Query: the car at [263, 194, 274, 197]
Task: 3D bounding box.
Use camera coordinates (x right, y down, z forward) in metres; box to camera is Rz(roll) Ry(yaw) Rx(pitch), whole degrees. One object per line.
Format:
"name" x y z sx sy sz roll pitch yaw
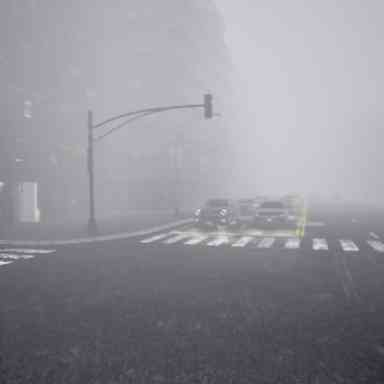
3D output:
"car" 8.229 1.127 39.821 2.033 1.411 5.357 -1 0 20

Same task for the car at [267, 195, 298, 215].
"car" 7.937 1.221 29.152 1.994 1.385 4.181 -1 0 20

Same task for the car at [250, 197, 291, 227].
"car" 5.051 1.286 20.890 1.812 1.442 4.674 -1 0 18

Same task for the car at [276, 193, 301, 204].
"car" 11.225 1.019 38.548 1.882 1.535 5.008 -1 0 20

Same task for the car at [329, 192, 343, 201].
"car" 24.695 0.683 57.120 1.882 1.535 5.008 -1 0 19

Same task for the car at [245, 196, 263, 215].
"car" 4.820 1.247 30.108 2.033 1.411 5.357 -1 0 19

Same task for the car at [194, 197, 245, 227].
"car" 1.703 1.163 21.207 2.097 1.767 4.553 -1 0 19

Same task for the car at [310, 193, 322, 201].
"car" 21.607 0.848 58.127 1.895 1.301 4.718 -1 0 19

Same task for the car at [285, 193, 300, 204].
"car" 14.679 0.927 48.260 1.837 1.490 4.892 -1 0 20
